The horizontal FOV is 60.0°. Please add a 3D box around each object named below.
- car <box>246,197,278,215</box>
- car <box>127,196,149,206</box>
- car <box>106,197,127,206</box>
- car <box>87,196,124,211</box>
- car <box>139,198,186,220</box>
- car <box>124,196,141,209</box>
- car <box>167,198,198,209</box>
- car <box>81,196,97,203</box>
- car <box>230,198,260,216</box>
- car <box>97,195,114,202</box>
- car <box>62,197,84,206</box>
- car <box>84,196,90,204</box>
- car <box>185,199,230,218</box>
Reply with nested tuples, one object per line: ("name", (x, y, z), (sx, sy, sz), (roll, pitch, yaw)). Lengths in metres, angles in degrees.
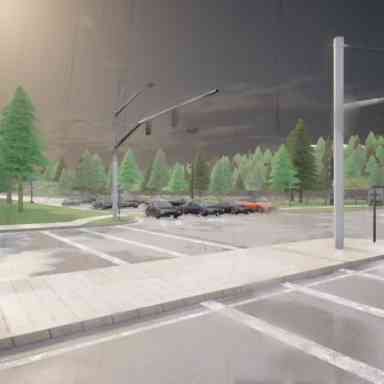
("car", (6.691, 1.349, 34.578), (2.097, 1.767, 4.553), (0, 0, -35))
("car", (-9.469, 1.504, 57.646), (1.837, 1.490, 4.892), (0, 0, -35))
("car", (-12.860, 1.560, 56.382), (1.994, 1.385, 4.181), (0, 0, -35))
("car", (-10.750, 1.546, 41.158), (2.033, 1.411, 5.357), (0, 0, -35))
("car", (-2.673, 1.547, 28.713), (2.033, 1.411, 5.357), (0, 0, -24))
("car", (-8.788, 1.562, 44.460), (1.994, 1.385, 4.181), (0, 0, -35))
("car", (-1.378, 1.599, 46.083), (1.895, 1.301, 4.718), (0, 0, -35))
("car", (-21.206, 1.478, 68.429), (1.895, 1.301, 4.718), (0, 0, -35))
("car", (3.742, 1.546, 32.688), (2.033, 1.411, 5.357), (0, 0, -35))
("car", (-18.335, 1.436, 70.431), (1.994, 1.385, 4.181), (0, 0, -35))
("car", (-19.445, 1.600, 53.579), (1.895, 1.301, 4.718), (0, 0, -35))
("car", (-19.878, 1.546, 60.355), (2.033, 1.411, 5.357), (0, 0, -35))
("car", (0.734, 1.546, 30.881), (2.033, 1.411, 5.357), (0, 0, -35))
